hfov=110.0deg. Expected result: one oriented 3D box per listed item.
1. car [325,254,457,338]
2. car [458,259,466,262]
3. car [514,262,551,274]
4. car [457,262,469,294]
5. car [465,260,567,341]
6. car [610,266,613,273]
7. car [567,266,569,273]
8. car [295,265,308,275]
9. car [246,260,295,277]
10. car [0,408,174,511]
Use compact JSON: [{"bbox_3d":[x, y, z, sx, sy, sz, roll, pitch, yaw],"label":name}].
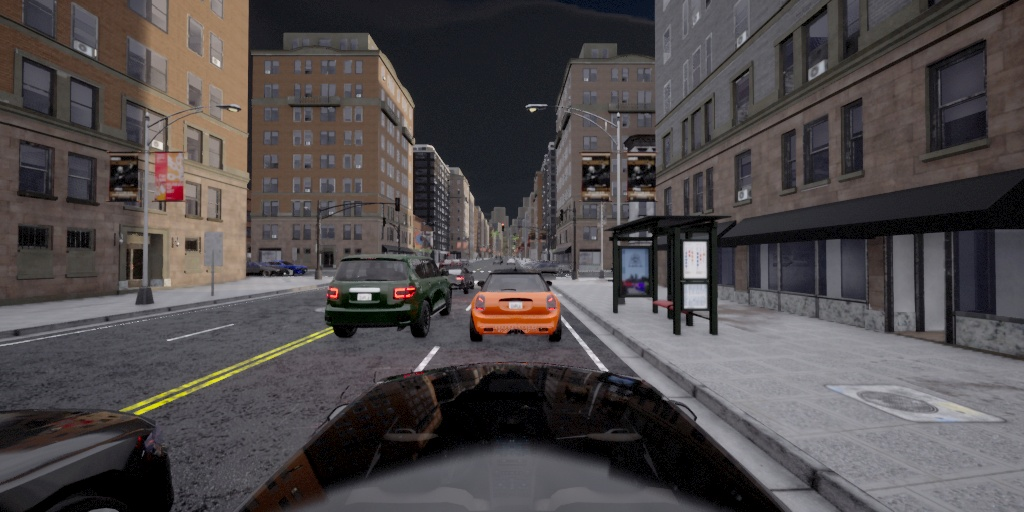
[{"bbox_3d":[-3.173,0.974,10.373,2.150,2.045,5.566,0,0,0],"label":"car"},{"bbox_3d":[-9.966,1.293,64.364,1.812,1.442,4.674,0,0,0],"label":"car"},{"bbox_3d":[2.316,1.412,42.082,4.181,1.385,1.994,0,-1,0],"label":"car"},{"bbox_3d":[-3.202,1.282,20.080,1.812,1.442,4.674,0,0,0],"label":"car"},{"bbox_3d":[0.079,1.104,9.988,2.097,1.767,4.553,0,0,0],"label":"car"},{"bbox_3d":[13.862,1.234,42.148,4.553,1.767,2.097,0,-1,0],"label":"car"},{"bbox_3d":[3.350,1.346,38.182,5.357,1.411,2.033,0,-1,-12],"label":"car"},{"bbox_3d":[-22.793,1.149,35.228,5.008,1.535,1.882,0,-1,0],"label":"car"},{"bbox_3d":[-22.923,1.175,31.978,5.357,1.411,2.033,0,-1,0],"label":"car"},{"bbox_3d":[-3.144,1.241,0.335,2.128,1.511,4.902,0,0,0],"label":"car"}]
